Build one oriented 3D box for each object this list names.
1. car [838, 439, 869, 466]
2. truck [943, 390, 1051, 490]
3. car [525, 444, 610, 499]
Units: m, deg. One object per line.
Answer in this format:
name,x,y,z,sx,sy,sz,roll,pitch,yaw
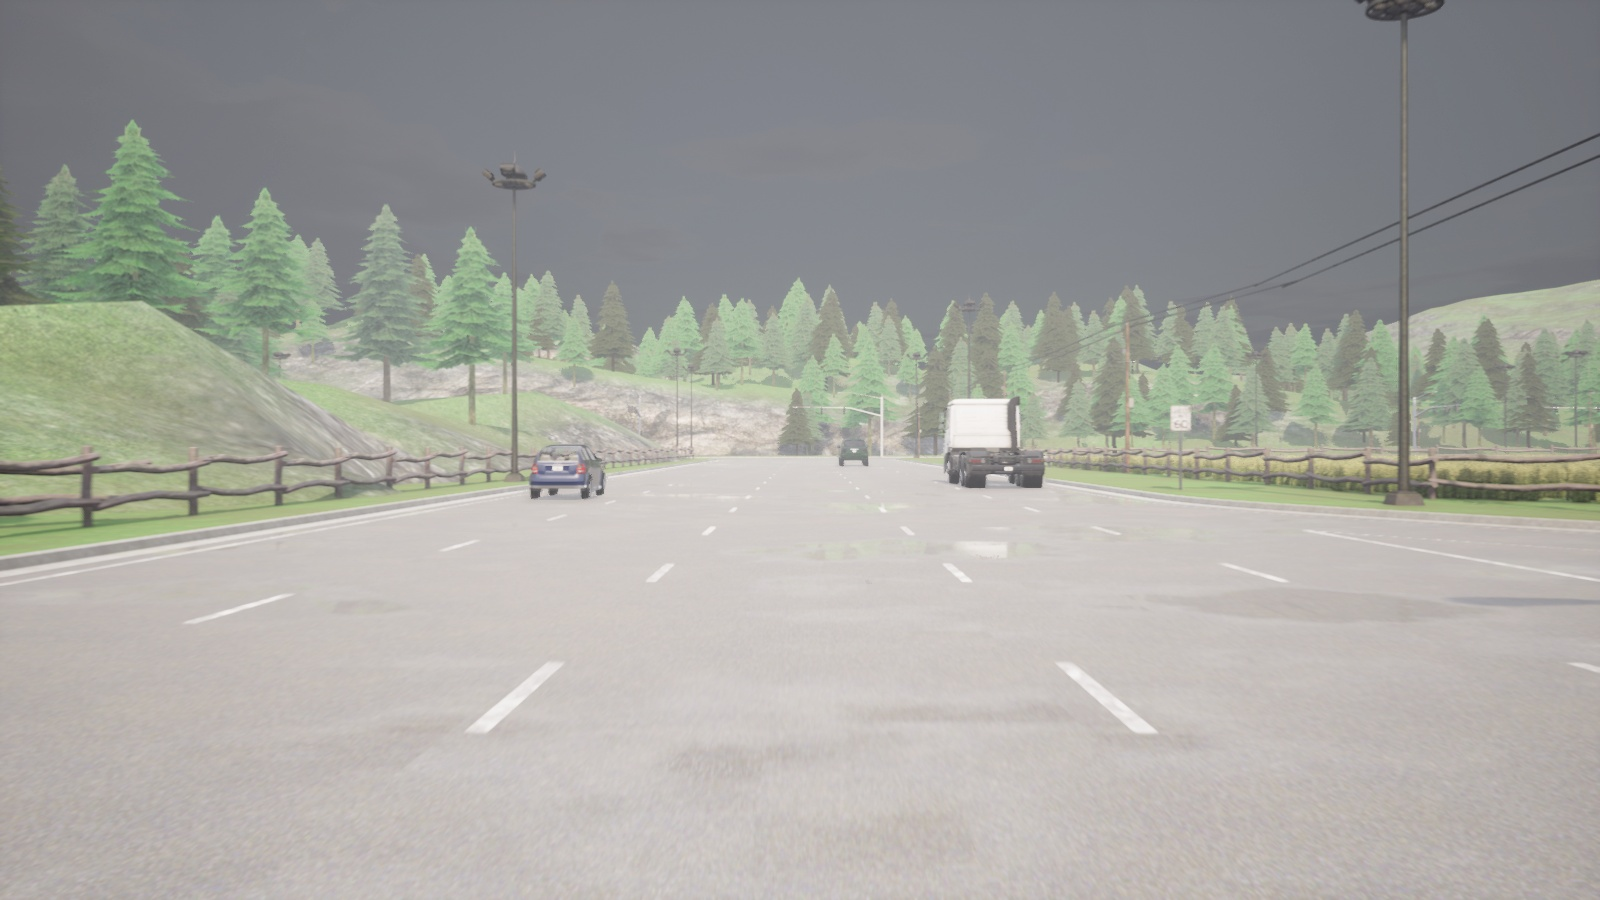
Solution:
car,4.064,0.182,95.580,2.150,2.045,5.566,0,0,0
truck,7.289,-0.372,47.593,2.891,3.462,7.936,0,0,0
car,-6.773,0.607,36.905,1.789,1.549,3.705,0,0,0
